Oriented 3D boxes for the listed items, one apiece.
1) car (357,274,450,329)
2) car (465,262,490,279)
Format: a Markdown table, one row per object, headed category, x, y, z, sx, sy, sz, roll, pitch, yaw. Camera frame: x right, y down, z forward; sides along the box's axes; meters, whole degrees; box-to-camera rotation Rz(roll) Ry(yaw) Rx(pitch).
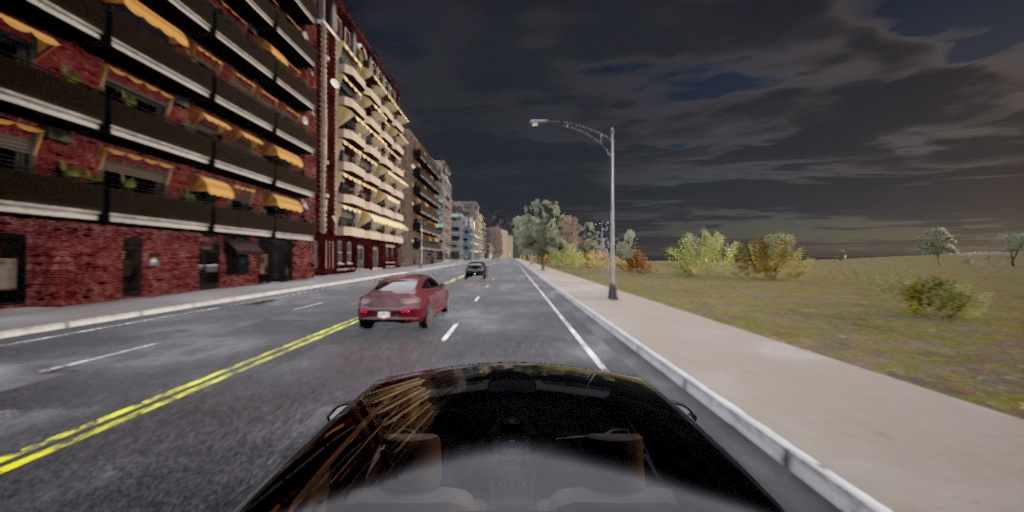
| category | x | y | z | sx | sy | sz | roll | pitch | yaw |
| --- | --- | --- | --- | --- | --- | --- | --- | --- | --- |
| car | -3.155 | 1.278 | 11.125 | 1.812 | 1.442 | 4.674 | 0 | 0 | 0 |
| car | -3.169 | 1.261 | 33.001 | 1.837 | 1.490 | 4.892 | 0 | 0 | 0 |
